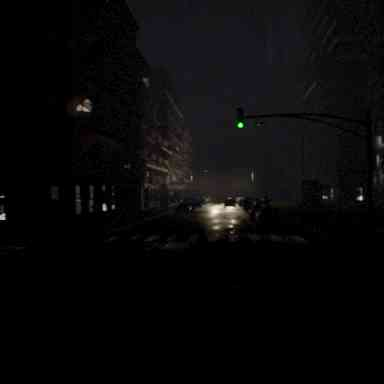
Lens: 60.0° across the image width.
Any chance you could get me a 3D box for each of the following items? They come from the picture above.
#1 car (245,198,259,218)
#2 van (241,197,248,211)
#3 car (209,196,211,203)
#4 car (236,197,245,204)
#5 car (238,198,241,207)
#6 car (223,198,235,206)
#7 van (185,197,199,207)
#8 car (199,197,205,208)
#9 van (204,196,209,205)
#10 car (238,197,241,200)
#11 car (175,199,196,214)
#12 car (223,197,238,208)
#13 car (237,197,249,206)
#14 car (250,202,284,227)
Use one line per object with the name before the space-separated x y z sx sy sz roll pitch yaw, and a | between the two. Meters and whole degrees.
car | 6.085 1.608 29.543 1.967 1.590 4.097 -2 -1 6
van | 7.289 1.586 40.771 1.690 1.788 3.998 -2 -1 6
car | 3.812 1.970 86.539 2.192 1.841 5.009 -2 0 6
car | 11.550 1.923 80.060 1.967 1.590 4.097 -2 0 6
car | 7.898 1.826 46.382 1.887 1.381 4.507 -2 -1 6
car | 7.271 1.932 65.084 2.128 1.511 4.902 -1 0 6
van | -0.411 1.762 47.242 1.690 1.788 3.998 -2 -1 6
car | 0.802 2.037 58.467 1.887 1.381 4.507 -2 -1 6
van | 2.003 1.901 69.698 1.690 1.788 3.998 -2 -1 6
car | 9.101 1.793 57.609 1.967 1.590 4.097 -2 -1 6
car | -1.007 1.950 41.626 1.947 1.339 4.313 -2 -1 6
car | 6.256 1.882 54.933 1.837 1.490 4.892 -1 0 6
car | 9.710 1.827 63.223 1.967 1.590 4.097 -2 -1 6
car | 5.485 1.674 23.928 1.887 1.381 4.507 -2 -1 6
